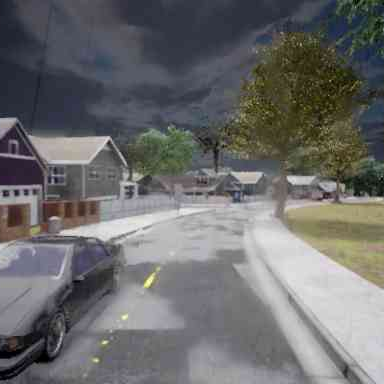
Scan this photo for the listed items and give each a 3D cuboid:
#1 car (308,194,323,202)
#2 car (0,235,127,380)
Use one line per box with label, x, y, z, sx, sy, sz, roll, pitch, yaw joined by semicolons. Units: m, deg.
car;32.979;1.570;88.572;2.150;2.045;5.566;2;1;43
car;-2.626;1.561;6.181;2.033;1.411;5.357;0;0;3
